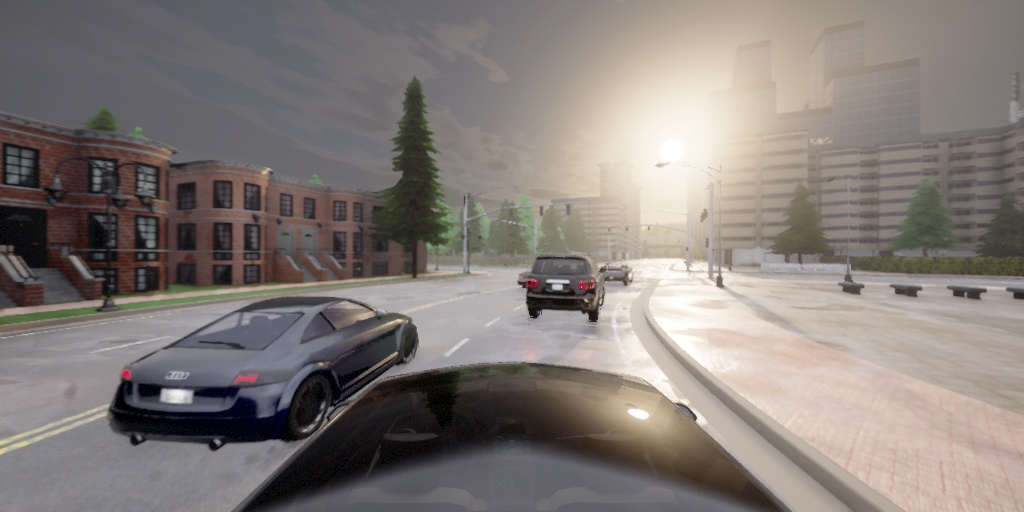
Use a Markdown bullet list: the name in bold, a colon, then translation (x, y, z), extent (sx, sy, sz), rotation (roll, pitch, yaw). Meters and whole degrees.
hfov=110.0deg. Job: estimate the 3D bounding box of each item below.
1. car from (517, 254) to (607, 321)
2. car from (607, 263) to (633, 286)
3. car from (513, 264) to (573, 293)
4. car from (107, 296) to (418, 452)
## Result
- **car**: translation (2.044, 0.951, 12.612), extent (2.150, 2.045, 5.566), rotation (0, 0, 17)
- **car**: translation (7.415, 1.214, 25.400), extent (2.128, 1.511, 4.902), rotation (0, 0, 24)
- **car**: translation (2.056, 1.245, 22.053), extent (2.033, 1.411, 5.357), rotation (0, 0, 24)
- **car**: translation (-2.960, 1.282, 5.376), extent (1.994, 1.385, 4.181), rotation (0, 0, 6)
